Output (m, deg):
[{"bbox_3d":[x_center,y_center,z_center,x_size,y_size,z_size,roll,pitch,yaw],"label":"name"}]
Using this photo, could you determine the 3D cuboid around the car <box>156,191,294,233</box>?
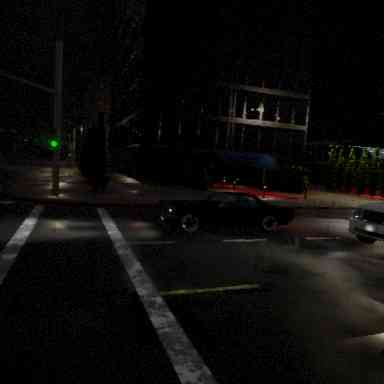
[{"bbox_3d":[1.131,0.644,11.887,4.718,1.301,1.895,2,5,-18],"label":"car"}]

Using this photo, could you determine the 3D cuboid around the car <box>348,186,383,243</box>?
[{"bbox_3d":[7.735,0.779,10.527,5.566,2.045,2.150,2,5,-20],"label":"car"}]

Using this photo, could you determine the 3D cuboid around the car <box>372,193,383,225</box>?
[{"bbox_3d":[10.823,0.905,15.417,4.181,1.385,1.994,2,5,-20],"label":"car"}]
